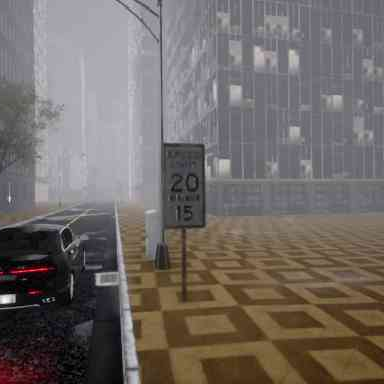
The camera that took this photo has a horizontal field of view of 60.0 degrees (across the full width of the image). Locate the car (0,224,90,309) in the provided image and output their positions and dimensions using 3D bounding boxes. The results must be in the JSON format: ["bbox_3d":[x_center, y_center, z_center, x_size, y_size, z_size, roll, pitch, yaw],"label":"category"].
[{"bbox_3d":[-3.608,1.509,7.811,1.837,1.490,4.892,-1,0,-13],"label":"car"}]
